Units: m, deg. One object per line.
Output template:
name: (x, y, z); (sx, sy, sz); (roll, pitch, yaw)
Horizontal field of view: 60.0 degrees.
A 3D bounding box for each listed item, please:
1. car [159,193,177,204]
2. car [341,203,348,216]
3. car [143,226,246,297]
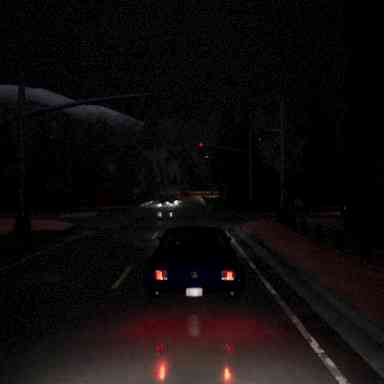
car: (-3.561, 0.932, 47.294); (1.812, 1.442, 4.674); (0, 1, 0)
car: (13.926, 1.252, 26.018); (4.181, 1.385, 1.994); (0, 1, 0)
car: (0.063, 1.496, 8.226); (1.895, 1.301, 4.718); (0, 1, 0)
